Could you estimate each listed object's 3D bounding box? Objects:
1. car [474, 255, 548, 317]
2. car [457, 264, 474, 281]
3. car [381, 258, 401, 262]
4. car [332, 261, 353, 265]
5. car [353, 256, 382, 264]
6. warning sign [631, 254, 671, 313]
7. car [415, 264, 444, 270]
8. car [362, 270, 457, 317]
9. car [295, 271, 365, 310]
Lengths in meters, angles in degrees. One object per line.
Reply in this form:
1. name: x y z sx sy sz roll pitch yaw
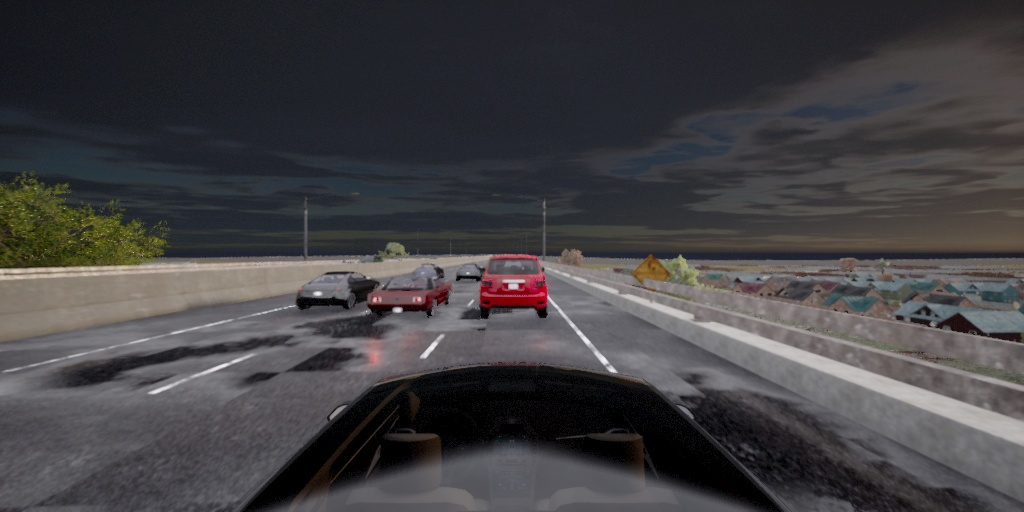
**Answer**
1. car: 0.065 0.974 13.252 2.150 2.045 5.566 0 0 0
2. car: -3.427 1.310 29.971 1.994 1.385 4.181 0 0 0
3. car: -17.557 1.257 53.739 1.812 1.442 4.674 0 0 0
4. car: -24.550 1.334 52.919 1.895 1.301 4.718 0 0 1
5. car: -21.054 0.952 53.501 2.150 2.045 5.566 0 0 0
6. warning sign: 4.551 0.866 11.814 1.300 1.860 1.060 0 0 0
7. car: -6.926 1.310 30.038 1.994 1.385 4.181 0 0 0
8. car: -3.436 1.351 13.062 1.895 1.301 4.718 0 0 0
9. car: -6.926 1.314 14.818 1.994 1.385 4.181 0 0 0
